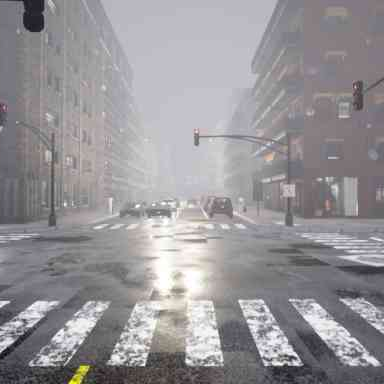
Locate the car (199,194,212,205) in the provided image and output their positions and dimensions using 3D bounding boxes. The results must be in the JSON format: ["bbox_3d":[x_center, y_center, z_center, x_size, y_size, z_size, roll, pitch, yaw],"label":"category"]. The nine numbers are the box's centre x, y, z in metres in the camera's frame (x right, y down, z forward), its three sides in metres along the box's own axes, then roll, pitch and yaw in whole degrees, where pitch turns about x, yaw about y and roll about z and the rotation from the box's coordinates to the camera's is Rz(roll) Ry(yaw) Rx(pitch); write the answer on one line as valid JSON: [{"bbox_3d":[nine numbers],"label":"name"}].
[{"bbox_3d":[2.517,1.404,63.549,2.192,1.841,5.009,1,0,0],"label":"car"}]

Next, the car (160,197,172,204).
[{"bbox_3d":[-5.373,1.669,69.069,2.008,1.369,4.403,1,0,0],"label":"car"}]

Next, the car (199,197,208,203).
[{"bbox_3d":[2.501,1.731,74.672,1.802,1.307,4.206,1,0,0],"label":"car"}]

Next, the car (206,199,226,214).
[{"bbox_3d":[2.545,1.541,35.919,1.752,1.417,4.829,1,0,0],"label":"car"}]

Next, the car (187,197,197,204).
[{"bbox_3d":[-0.008,1.687,70.385,1.994,1.385,4.181,0,0,0],"label":"car"}]

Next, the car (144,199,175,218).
[{"bbox_3d":[-2.873,1.576,30.371,1.994,1.385,4.181,0,0,0],"label":"car"}]

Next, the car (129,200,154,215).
[{"bbox_3d":[-5.335,1.582,35.697,1.947,1.339,4.313,1,0,0],"label":"car"}]

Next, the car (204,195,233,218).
[{"bbox_3d":[2.555,1.327,30.190,2.192,1.841,5.009,1,0,0],"label":"car"}]

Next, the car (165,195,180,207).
[{"bbox_3d":[-2.809,1.567,50.463,1.812,1.442,4.674,0,0,0],"label":"car"}]

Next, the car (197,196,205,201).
[{"bbox_3d":[2.484,1.816,91.364,1.947,1.339,4.313,1,0,0],"label":"car"}]

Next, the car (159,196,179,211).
[{"bbox_3d":[-2.867,1.546,40.261,1.812,1.442,4.674,0,0,0],"label":"car"}]

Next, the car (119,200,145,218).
[{"bbox_3d":[-5.329,1.578,30.136,1.947,1.339,4.313,1,0,0],"label":"car"}]

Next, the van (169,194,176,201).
[{"bbox_3d":[-5.393,1.591,91.325,1.690,1.788,3.998,1,0,0],"label":"van"}]

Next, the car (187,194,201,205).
[{"bbox_3d":[0.039,1.567,60.150,2.128,1.511,4.902,0,0,0],"label":"car"}]

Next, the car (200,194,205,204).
[{"bbox_3d":[2.542,1.337,41.315,2.192,1.841,5.009,1,0,0],"label":"car"}]

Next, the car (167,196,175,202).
[{"bbox_3d":[-5.390,1.767,85.759,2.008,1.369,4.403,1,0,0],"label":"car"}]

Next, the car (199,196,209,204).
[{"bbox_3d":[2.509,1.558,69.112,1.967,1.590,4.097,1,0,0],"label":"car"}]

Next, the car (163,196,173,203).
[{"bbox_3d":[-5.378,1.673,74.461,1.752,1.417,4.829,1,0,0],"label":"car"}]
